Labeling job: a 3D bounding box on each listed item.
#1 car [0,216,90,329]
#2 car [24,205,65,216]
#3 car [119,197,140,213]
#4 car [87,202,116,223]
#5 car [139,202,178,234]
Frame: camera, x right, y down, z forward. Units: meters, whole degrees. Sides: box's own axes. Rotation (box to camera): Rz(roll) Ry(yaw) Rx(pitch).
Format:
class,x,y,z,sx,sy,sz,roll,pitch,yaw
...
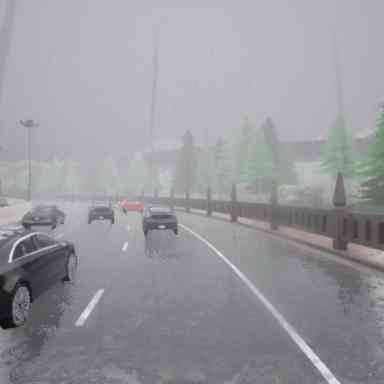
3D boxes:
class,x,y,z,sx,sy,sz,roll,pitch,yaw
car,-3.843,1.505,6.886,2.128,1.511,4.902,0,0,-4
car,-9.517,1.580,21.646,2.033,1.411,5.357,0,0,-13
car,-6.830,1.373,36.803,2.097,1.767,4.553,0,0,-20
car,-6.927,1.527,25.531,1.837,1.490,4.892,0,0,-14
car,-1.930,1.510,19.199,1.837,1.490,4.892,0,0,-10
